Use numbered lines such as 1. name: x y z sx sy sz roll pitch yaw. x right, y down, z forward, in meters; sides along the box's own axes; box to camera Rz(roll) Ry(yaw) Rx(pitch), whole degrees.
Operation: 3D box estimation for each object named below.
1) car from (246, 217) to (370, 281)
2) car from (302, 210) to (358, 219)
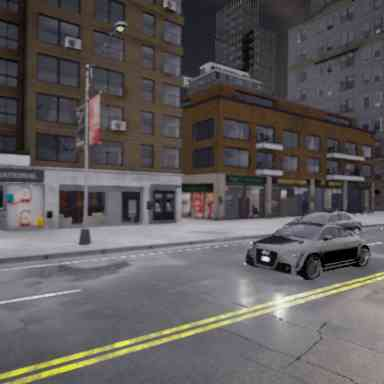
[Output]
1. car: 3.643 1.667 10.267 4.181 1.385 1.994 1 0 -35
2. car: 6.389 1.673 16.205 4.892 1.490 1.837 1 0 -35
